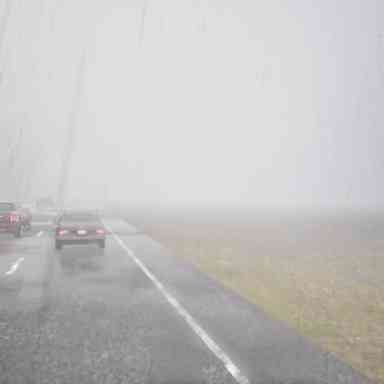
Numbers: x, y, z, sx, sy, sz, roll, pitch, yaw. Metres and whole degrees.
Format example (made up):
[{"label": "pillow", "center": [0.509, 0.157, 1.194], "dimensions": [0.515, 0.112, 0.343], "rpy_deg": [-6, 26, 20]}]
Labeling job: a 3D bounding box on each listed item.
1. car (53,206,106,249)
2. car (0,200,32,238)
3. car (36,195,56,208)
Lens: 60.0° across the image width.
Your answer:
[{"label": "car", "center": [-4.705, 1.437, 14.074], "dimensions": [2.033, 1.411, 5.357], "rpy_deg": [1, 0, -19]}, {"label": "car", "center": [-9.159, 1.168, 16.178], "dimensions": [2.097, 1.767, 4.553], "rpy_deg": [1, 0, -19]}, {"label": "car", "center": [-17.817, 1.120, 40.649], "dimensions": [1.837, 1.490, 4.892], "rpy_deg": [1, 0, -19]}]
